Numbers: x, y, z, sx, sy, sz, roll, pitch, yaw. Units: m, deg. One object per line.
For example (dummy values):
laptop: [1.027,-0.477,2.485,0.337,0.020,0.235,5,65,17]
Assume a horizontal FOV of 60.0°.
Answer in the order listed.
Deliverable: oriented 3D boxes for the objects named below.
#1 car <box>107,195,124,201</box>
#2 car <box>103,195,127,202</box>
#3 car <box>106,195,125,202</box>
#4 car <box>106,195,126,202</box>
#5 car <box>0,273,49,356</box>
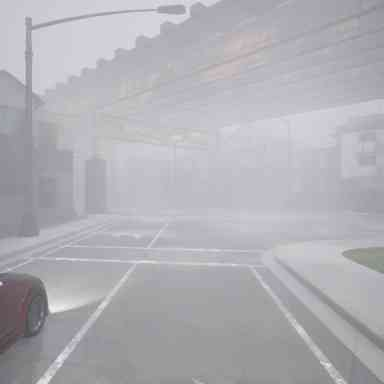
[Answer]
car: [-17.482,1.295,76.183,1.853,1.218,4.536,0,0,15]
car: [-16.819,1.453,72.464,4.974,1.542,2.038,0,0,-15]
car: [-17.496,1.453,76.133,2.038,1.542,4.974,0,0,15]
car: [-16.769,1.295,72.477,4.536,1.218,1.853,0,0,-15]
car: [-3.405,1.563,3.945,1.994,1.385,4.181,0,0,0]
